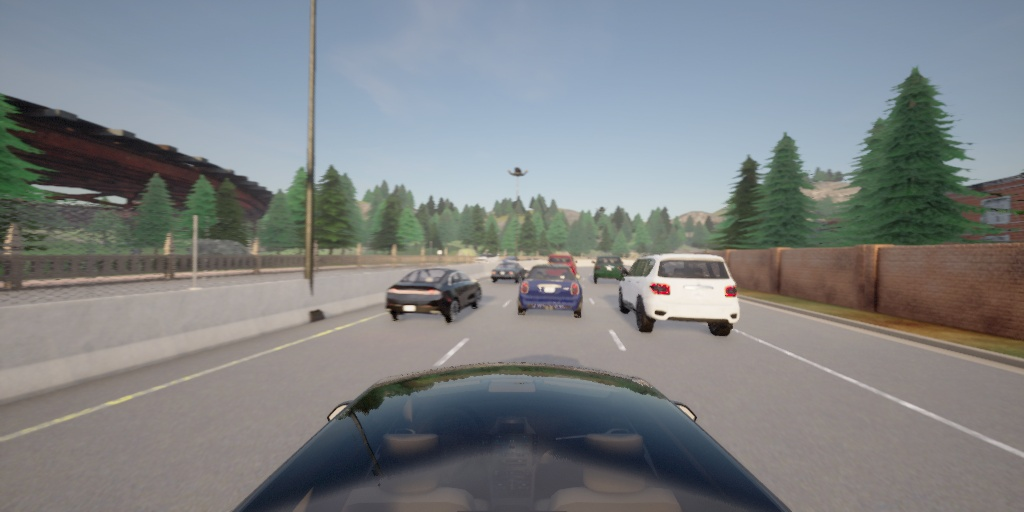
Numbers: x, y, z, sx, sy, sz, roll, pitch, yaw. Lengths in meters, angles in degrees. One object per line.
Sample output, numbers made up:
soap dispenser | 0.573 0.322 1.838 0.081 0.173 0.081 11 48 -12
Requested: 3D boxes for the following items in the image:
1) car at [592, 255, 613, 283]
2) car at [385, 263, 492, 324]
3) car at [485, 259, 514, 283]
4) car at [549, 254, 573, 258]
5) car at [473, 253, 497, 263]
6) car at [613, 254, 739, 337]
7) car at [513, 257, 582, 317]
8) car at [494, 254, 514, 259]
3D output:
car | 7.374 0.977 27.588 2.150 2.045 5.566 1 1 13
car | -2.303 1.142 11.684 2.128 1.511 4.902 1 0 8
car | -0.124 1.162 26.008 2.033 1.411 5.357 1 0 11
car | 3.874 0.906 27.961 2.150 2.045 5.566 1 1 12
car | -4.077 0.583 57.862 2.150 2.045 5.566 1 0 27
car | 4.658 1.004 10.877 2.150 2.045 5.566 1 -1 8
car | 1.479 1.067 13.345 2.097 1.767 4.553 1 0 8
car | -0.394 0.914 57.429 1.882 1.535 5.008 1 0 27
